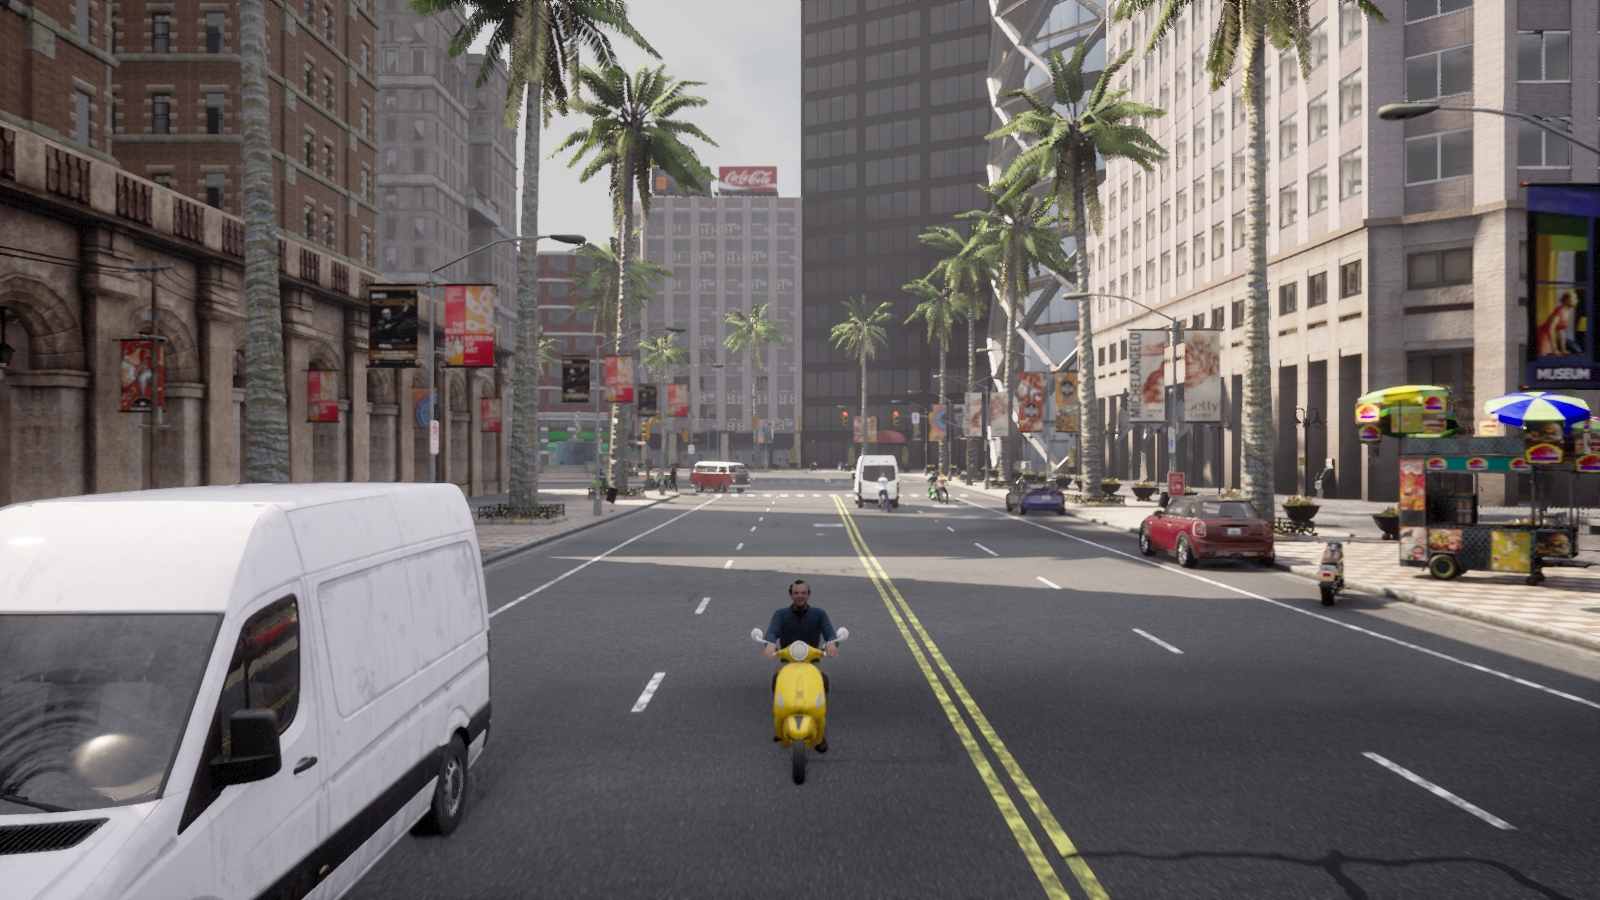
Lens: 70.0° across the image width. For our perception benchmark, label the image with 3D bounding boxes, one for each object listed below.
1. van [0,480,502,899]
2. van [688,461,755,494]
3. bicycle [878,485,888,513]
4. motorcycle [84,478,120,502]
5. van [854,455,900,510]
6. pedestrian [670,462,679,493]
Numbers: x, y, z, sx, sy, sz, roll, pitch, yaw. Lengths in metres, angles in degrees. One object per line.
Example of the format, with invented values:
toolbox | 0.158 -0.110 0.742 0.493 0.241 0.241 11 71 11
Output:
van | -3.504 1.535 6.652 1.988 2.561 5.915 0 0 0
van | -5.178 1.789 74.714 2.069 2.038 4.480 0 0 -41
bicycle | 3.718 2.210 51.317 0.373 1.196 1.643 0 0 1
motorcycle | -38.395 2.187 62.873 0.856 1.236 1.805 0 0 1
van | 3.784 1.540 57.141 1.988 2.561 5.915 0 0 1
pedestrian | -7.760 1.702 70.611 0.375 1.860 0.375 0 0 20
